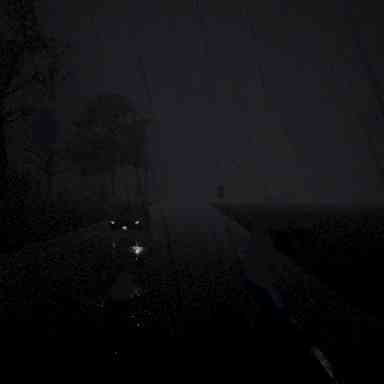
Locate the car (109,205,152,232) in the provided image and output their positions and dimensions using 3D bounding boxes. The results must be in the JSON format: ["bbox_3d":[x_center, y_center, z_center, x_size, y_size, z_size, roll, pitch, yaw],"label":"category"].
[{"bbox_3d":[-3.595,1.538,20.406,2.033,1.411,5.357,0,0,0],"label":"car"}]
